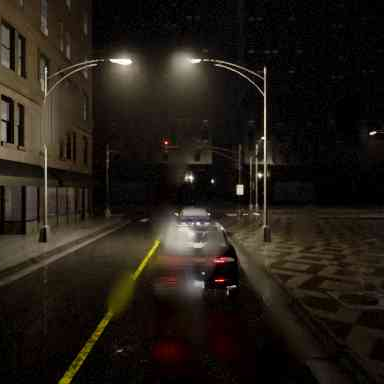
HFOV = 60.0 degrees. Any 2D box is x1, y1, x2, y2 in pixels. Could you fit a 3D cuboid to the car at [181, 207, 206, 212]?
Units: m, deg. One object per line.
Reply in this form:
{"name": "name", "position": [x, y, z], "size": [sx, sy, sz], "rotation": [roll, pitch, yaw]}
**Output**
{"name": "car", "position": [0.088, 1.547, 18.644], "size": [2.033, 1.411, 5.357], "rotation": [0, 0, -2]}

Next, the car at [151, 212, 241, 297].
{"name": "car", "position": [0.085, 1.491, 8.532], "size": [2.128, 1.511, 4.902], "rotation": [0, 0, 0]}
